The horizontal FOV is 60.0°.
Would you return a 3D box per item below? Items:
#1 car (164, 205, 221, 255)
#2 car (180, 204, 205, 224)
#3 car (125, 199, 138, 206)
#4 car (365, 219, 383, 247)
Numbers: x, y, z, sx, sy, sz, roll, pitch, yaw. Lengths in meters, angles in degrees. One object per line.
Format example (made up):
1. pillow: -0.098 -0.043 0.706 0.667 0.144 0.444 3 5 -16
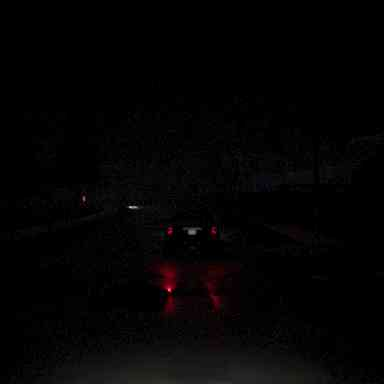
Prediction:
1. car: 0.008 1.488 14.025 2.097 1.767 4.553 0 -1 0
2. car: 0.008 1.831 28.946 2.033 1.411 5.357 0 -1 0
3. car: -12.572 2.183 68.753 2.128 1.511 4.902 0 -1 -24
4. car: 8.948 1.301 12.724 3.866 1.878 1.905 0 -1 0
